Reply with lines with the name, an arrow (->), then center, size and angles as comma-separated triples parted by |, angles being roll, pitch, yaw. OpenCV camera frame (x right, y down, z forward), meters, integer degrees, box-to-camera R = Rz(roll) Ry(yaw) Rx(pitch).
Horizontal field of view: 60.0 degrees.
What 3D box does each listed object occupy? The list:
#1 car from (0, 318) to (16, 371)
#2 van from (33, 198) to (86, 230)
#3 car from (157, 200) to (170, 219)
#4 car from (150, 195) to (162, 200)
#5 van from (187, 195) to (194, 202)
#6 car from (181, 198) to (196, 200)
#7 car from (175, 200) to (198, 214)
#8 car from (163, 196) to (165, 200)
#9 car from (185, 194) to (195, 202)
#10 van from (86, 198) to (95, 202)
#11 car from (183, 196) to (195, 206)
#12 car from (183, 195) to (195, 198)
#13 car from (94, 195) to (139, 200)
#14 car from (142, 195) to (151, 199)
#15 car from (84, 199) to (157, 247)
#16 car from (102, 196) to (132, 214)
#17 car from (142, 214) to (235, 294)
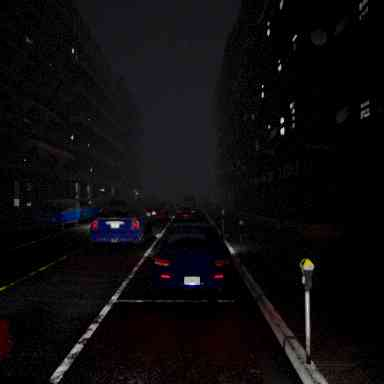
car -> -2.925, 1.601, 1.626 | 1.895, 1.301, 4.718 | 0, 0, 0
van -> -8.312, 1.359, 20.753 | 1.690, 1.788, 3.998 | 2, 0, 0
car -> -2.935, 1.594, 27.432 | 1.994, 1.385, 4.181 | 0, 0, 0
car -> -8.316, 1.471, 70.528 | 2.192, 1.841, 5.009 | 1, 0, 0
van -> -0.472, 1.576, 87.068 | 1.690, 1.788, 3.998 | 1, 0, 0
car -> -0.438, 1.583, 31.754 | 1.887, 1.381, 4.507 | 1, 0, 0
car -> -0.437, 1.572, 26.224 | 1.887, 1.381, 4.507 | 1, 0, 0
car -> -8.324, 1.847, 92.652 | 1.802, 1.307, 4.206 | 1, 0, 0
car -> -0.471, 1.521, 81.536 | 2.192, 1.841, 5.009 | 1, 0, 0
van -> -8.313, 1.368, 26.285 | 1.690, 1.788, 3.998 | 1, 0, 0
car -> -0.472, 1.553, 59.411 | 1.967, 1.590, 4.097 | 1, 0, 0
car -> -0.428, 1.490, 37.286 | 1.967, 1.590, 4.097 | 1, 0, 0
car -> -5.867, 1.379, 26.472 | 2.097, 1.767, 4.553 | 0, 0, 0
car -> -8.320, 1.661, 53.938 | 1.947, 1.339, 4.313 | 1, 0, 0
car -> -3.022, 1.362, 15.152 | 2.097, 1.767, 4.553 | 0, 0, 0
car -> -8.313, 1.366, 37.346 | 2.192, 1.841, 5.009 | 1, 0, 0
car -> 0.003, 1.531, 8.653 | 1.812, 1.442, 4.674 | 0, 0, 0
